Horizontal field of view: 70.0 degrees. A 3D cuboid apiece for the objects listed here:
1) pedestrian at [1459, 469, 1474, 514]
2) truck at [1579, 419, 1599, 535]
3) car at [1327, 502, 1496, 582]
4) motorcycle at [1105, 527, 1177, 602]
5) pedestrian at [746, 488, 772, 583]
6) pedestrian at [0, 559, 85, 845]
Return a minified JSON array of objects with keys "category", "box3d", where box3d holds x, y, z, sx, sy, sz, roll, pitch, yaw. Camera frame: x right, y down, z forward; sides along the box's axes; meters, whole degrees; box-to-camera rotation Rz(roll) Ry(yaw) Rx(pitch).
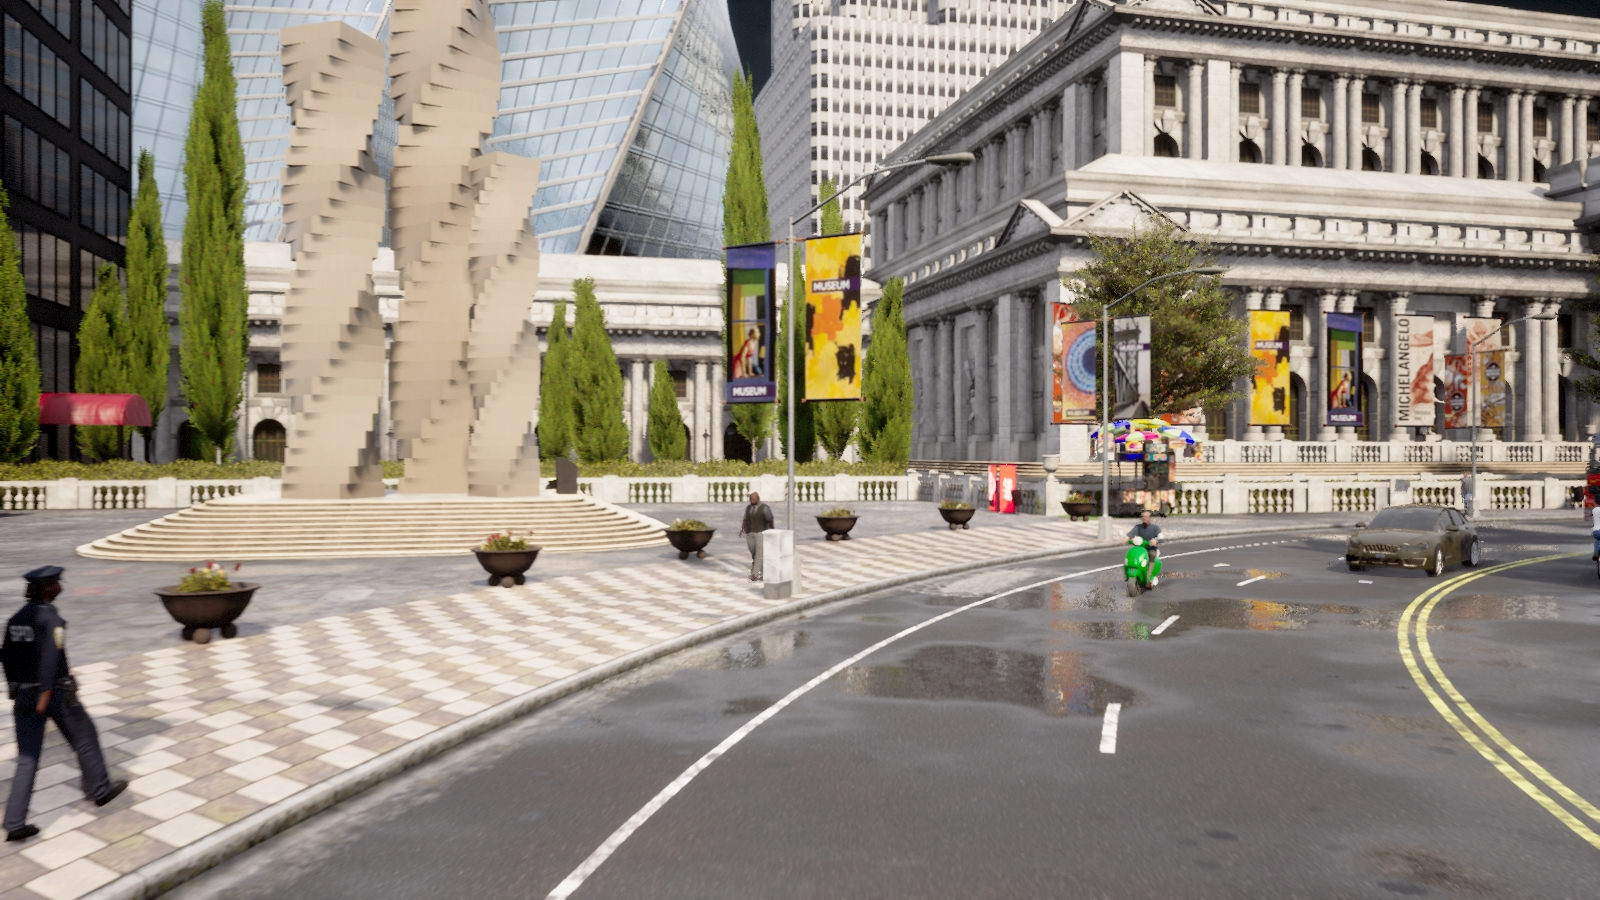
[{"category":"pedestrian","box3d":[27.518,1.706,47.147,0.375,1.860,0.375,0,0,-16]},{"category":"truck","box3d":[30.660,0.901,37.948,8.468,3.827,2.891,0,0,-12]},{"category":"car","box3d":[14.398,2.066,26.753,2.231,1.480,4.892,0,0,44]},{"category":"motorcycle","box3d":[6.643,2.184,22.206,0.856,1.236,1.805,2,1,32]},{"category":"pedestrian","box3d":[-0.815,1.697,22.770,0.375,1.860,0.375,0,0,32]},{"category":"pedestrian","box3d":[-5.212,1.696,7.829,0.375,1.860,0.375,0,0,13]}]
